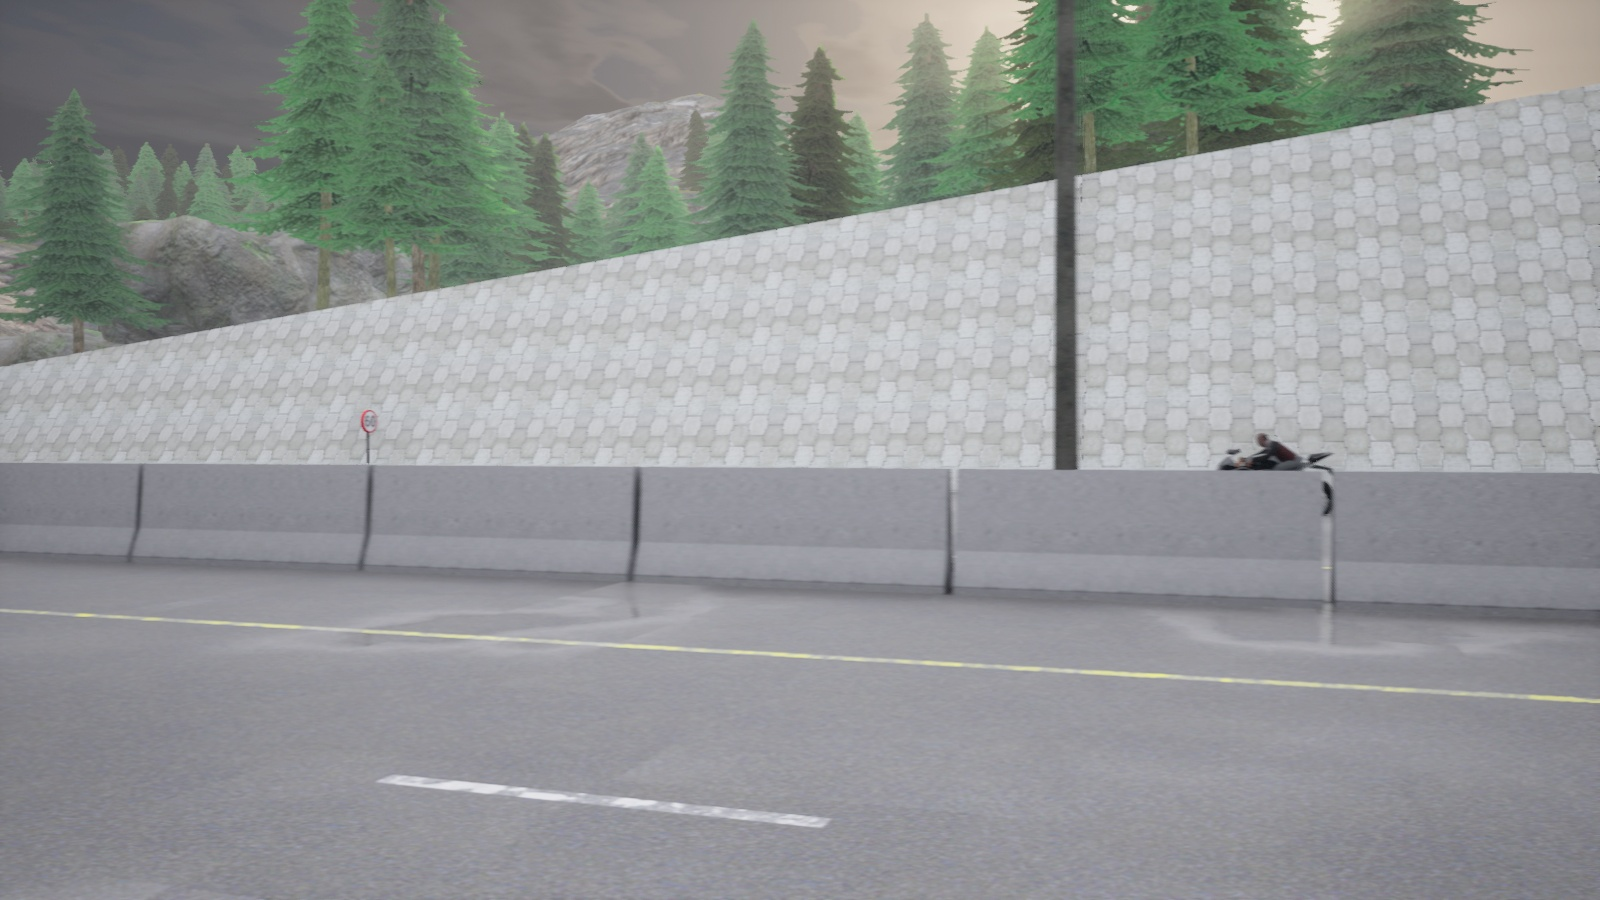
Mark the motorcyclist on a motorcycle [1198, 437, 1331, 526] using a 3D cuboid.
[{"bbox_3d":[8.314,0.532,22.551,2.191,1.530,0.866,1,1,19],"label":"motorcyclist on a motorcycle"}]
